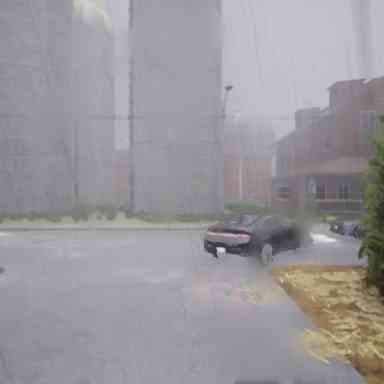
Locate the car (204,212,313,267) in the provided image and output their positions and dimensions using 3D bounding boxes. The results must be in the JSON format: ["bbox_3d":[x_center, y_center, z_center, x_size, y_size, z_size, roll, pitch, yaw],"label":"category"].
[{"bbox_3d":[2.411,1.434,11.340,2.128,1.511,4.902,-1,-1,40],"label":"car"}]

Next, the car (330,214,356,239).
[{"bbox_3d":[8.841,1.485,15.821,4.181,1.385,1.994,0,0,0],"label":"car"}]
